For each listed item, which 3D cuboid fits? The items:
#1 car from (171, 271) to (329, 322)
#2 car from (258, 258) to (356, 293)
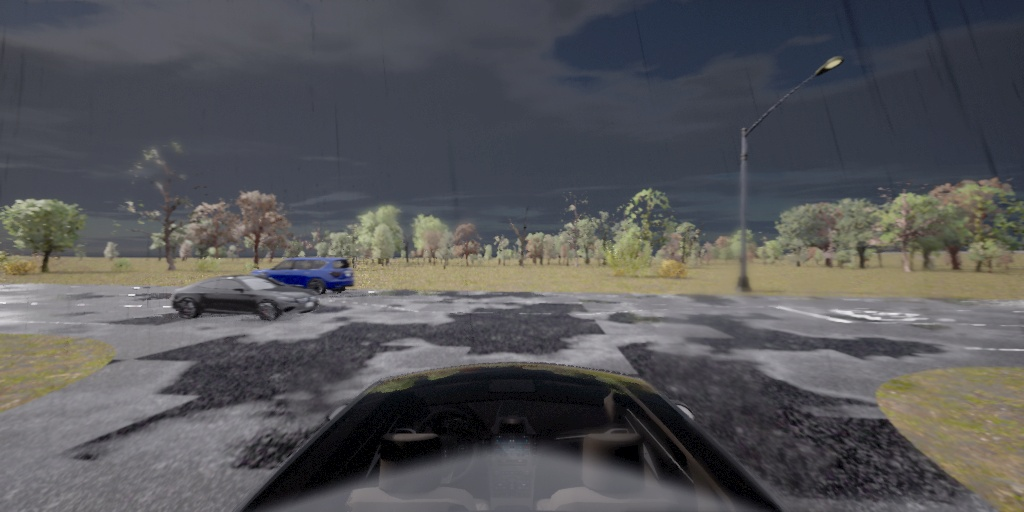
[{"bbox_3d":[-9.238,1.389,12.480,4.674,1.442,1.812,0,0,6],"label":"car"},{"bbox_3d":[-11.537,1.100,19.748,5.566,2.045,2.150,0,0,6],"label":"car"}]
